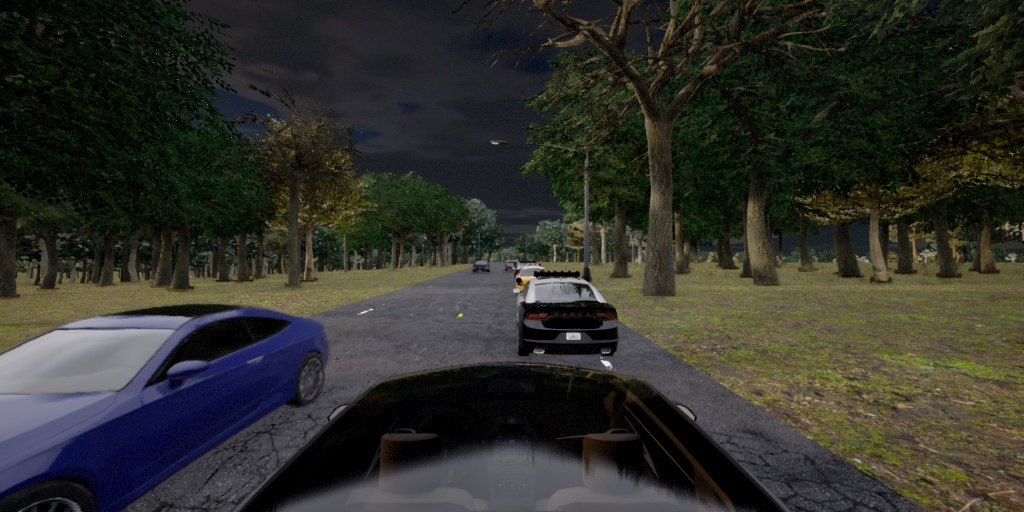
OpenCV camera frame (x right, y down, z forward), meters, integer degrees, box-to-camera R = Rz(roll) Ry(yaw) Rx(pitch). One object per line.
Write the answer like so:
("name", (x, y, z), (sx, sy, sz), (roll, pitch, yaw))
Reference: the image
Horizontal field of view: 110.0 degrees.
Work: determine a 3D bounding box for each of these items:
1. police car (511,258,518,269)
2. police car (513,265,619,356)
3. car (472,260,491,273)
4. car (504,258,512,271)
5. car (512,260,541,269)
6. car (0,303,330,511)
("police car", (1.085, 1.148, 24.753), (1.930, 1.638, 5.238), (0, 0, 0))
("police car", (1.062, 1.174, 8.749), (1.930, 1.638, 5.238), (0, 0, 0))
("car", (-3.442, 1.209, 41.088), (2.033, 1.411, 5.357), (0, 0, 0))
("car", (0.085, 1.130, 45.961), (2.128, 1.511, 4.902), (0, 0, 1))
("car", (1.076, 1.192, 18.833), (1.801, 1.575, 5.366), (0, 0, 0))
("car", (-3.597, 1.276, 3.541), (1.812, 1.442, 4.674), (0, 0, 0))
